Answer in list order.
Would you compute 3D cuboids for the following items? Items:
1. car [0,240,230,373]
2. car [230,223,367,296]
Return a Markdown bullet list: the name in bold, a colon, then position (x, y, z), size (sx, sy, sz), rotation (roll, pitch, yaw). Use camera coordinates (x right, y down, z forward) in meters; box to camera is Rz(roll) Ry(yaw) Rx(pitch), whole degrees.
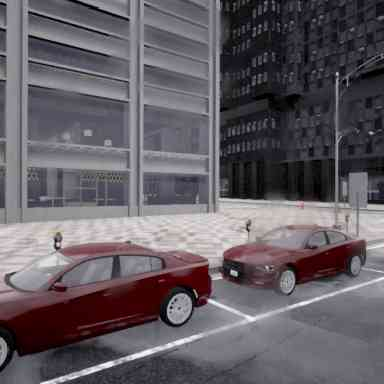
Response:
- **car**: position (-1.739, 1.545, 5.426), size (4.507, 1.381, 1.887), rotation (0, 0, -36)
- **car**: position (2.754, 1.545, 8.642), size (4.507, 1.381, 1.887), rotation (0, 0, -36)
